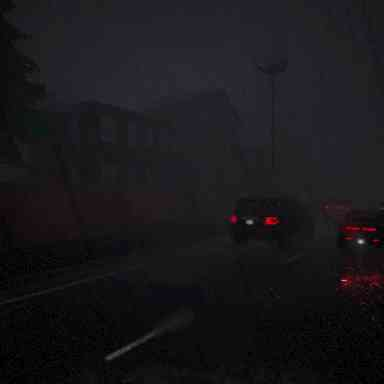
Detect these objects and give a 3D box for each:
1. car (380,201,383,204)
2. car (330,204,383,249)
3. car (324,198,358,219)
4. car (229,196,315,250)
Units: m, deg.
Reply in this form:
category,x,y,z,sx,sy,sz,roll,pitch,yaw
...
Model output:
category,x,y,z,sx,sy,sz,roll,pitch,yaw
car,15.685,1.421,26.126,2.128,1.511,4.902,0,0,34
car,7.295,1.470,13.703,1.837,1.490,4.892,0,0,34
car,12.604,1.283,27.821,2.097,1.767,4.553,0,0,34
car,3.661,1.194,14.588,2.150,2.045,5.566,0,0,35
